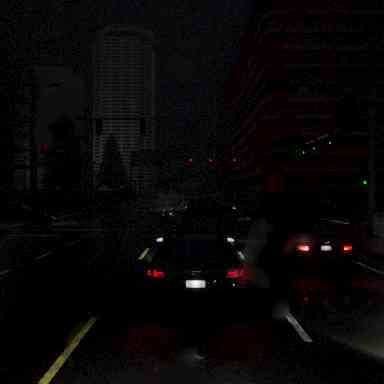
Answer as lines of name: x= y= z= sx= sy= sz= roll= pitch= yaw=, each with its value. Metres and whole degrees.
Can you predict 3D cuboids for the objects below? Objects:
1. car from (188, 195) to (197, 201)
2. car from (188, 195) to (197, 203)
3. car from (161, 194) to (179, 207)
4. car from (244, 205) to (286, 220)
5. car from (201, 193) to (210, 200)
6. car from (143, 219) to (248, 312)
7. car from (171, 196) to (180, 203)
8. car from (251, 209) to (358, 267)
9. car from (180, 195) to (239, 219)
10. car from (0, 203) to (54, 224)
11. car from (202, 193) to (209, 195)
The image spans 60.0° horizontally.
car: x=0.066 y=1.534 z=81.417 sx=2.033 sy=1.411 sz=5.357 roll=0 pitch=0 yaw=0
car: x=0.085 y=1.501 z=71.071 sx=1.837 sy=1.490 sz=4.892 roll=0 pitch=0 yaw=0
car: x=-3.554 y=1.491 z=50.726 sx=2.128 sy=1.511 sz=4.902 roll=0 pitch=0 yaw=0
car: x=6.222 y=1.580 z=23.866 sx=4.718 sy=1.301 sz=1.895 roll=0 pitch=0 yaw=-1
car: x=3.574 y=1.207 z=90.442 sx=2.150 sy=2.045 sz=5.566 roll=0 pitch=0 yaw=0
car: x=0.075 y=1.564 z=7.778 sx=1.994 sy=1.385 sz=4.181 roll=0 pitch=0 yaw=0
car: x=-3.443 y=1.524 z=70.629 sx=1.812 sy=1.442 sz=4.674 roll=0 pitch=0 yaw=0
car: x=3.599 y=1.547 z=11.398 sx=2.033 sy=1.411 sz=5.357 roll=0 pitch=0 yaw=0
car: x=1.548 y=1.338 z=27.293 sx=4.553 sy=1.767 sz=2.097 roll=0 pitch=0 yaw=0
car: x=-12.287 y=1.486 z=23.703 sx=4.674 sy=1.442 sz=1.812 roll=1 pitch=0 yaw=0
car: x=3.566 y=1.493 z=80.558 sx=1.837 sy=1.490 sz=4.892 roll=0 pitch=0 yaw=0
